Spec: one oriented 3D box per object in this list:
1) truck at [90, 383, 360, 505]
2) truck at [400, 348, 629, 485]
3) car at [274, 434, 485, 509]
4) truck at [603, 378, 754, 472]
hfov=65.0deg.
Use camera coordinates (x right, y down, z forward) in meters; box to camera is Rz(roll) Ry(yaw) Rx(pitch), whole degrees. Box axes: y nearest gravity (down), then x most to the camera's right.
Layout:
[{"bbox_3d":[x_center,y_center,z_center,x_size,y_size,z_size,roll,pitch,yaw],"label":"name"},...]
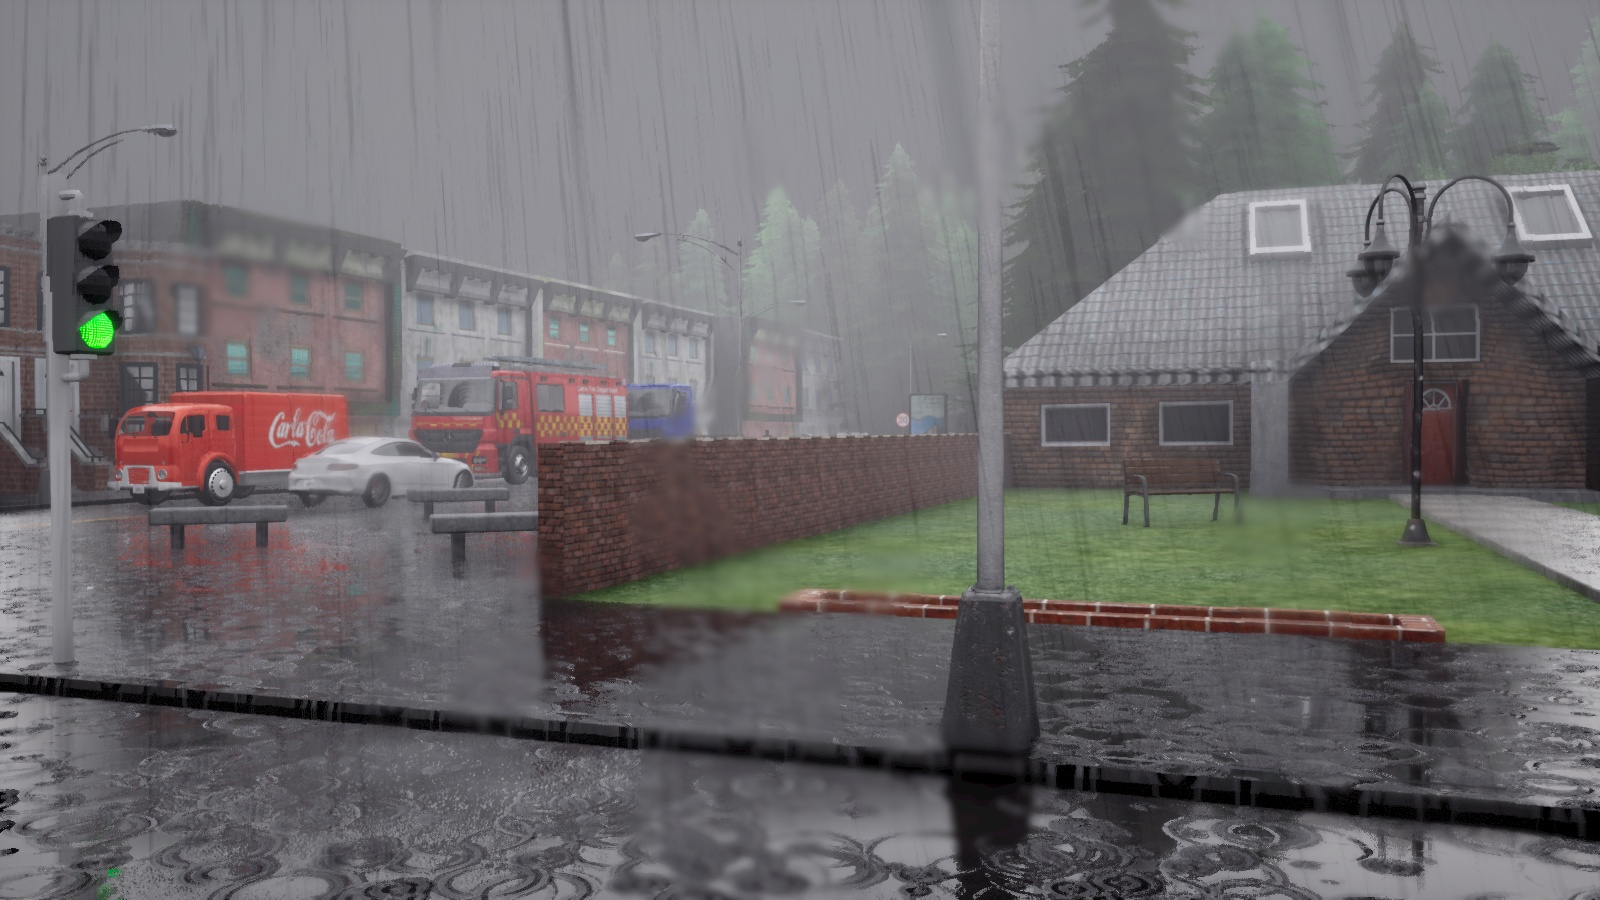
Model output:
[{"bbox_3d":[-12.732,-0.161,28.262,2.627,2.467,5.204,1,1,20],"label":"truck"},{"bbox_3d":[-8.667,-1.003,39.476,2.891,3.827,8.468,1,1,20],"label":"truck"},{"bbox_3d":[-8.909,0.385,27.087,1.812,1.442,4.674,1,1,20],"label":"car"},{"bbox_3d":[-4.694,-0.980,50.418,2.891,3.462,7.936,1,1,20],"label":"truck"}]
